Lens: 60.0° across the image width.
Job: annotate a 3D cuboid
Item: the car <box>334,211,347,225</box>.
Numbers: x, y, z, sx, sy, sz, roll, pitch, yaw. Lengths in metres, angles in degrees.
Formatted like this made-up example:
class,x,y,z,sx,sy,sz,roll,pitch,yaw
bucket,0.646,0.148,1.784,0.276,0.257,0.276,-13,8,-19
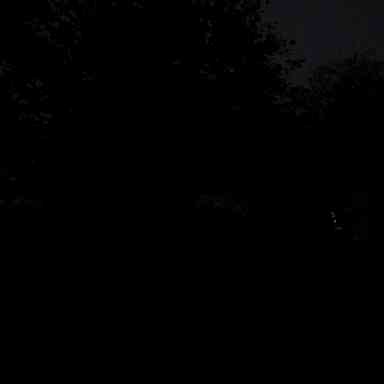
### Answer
class,x,y,z,sx,sy,sz,roll,pitch,yaw
car,8.906,1.533,24.524,2.097,1.767,4.553,-1,0,-40
